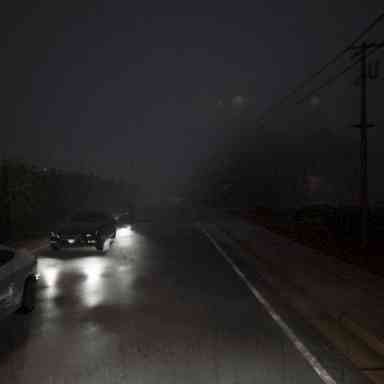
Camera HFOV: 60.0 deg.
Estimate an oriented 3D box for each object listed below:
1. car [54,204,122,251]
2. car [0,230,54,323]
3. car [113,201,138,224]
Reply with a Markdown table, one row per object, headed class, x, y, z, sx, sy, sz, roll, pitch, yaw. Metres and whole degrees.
| class | x | y | z | sx | sy | sz | roll | pitch | yaw |
| --- | --- | --- | --- | --- | --- | --- | --- | --- | --- |
| car | -4.401 | 1.471 | 14.126 | 1.837 | 1.490 | 4.892 | -1 | 0 | -4 |
| car | -3.819 | 1.533 | 4.858 | 1.812 | 1.442 | 4.674 | -1 | 0 | -4 |
| car | -5.011 | 1.414 | 24.095 | 2.128 | 1.511 | 4.902 | -1 | 0 | -3 |
